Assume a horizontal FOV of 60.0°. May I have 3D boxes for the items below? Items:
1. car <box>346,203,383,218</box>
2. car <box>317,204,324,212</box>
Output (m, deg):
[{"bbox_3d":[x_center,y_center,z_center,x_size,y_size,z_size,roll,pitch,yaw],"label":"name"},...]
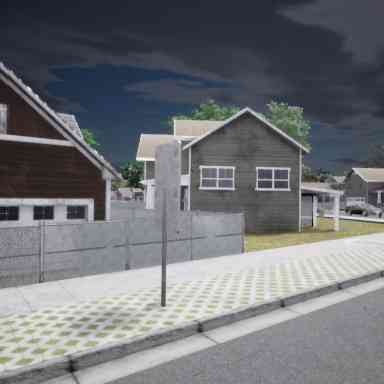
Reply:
[{"bbox_3d":[18.949,2.020,36.767,2.128,1.511,4.902,1,-2,-5],"label":"car"},{"bbox_3d":[17.707,2.372,49.047,1.837,1.490,4.892,1,-2,-6],"label":"car"}]
